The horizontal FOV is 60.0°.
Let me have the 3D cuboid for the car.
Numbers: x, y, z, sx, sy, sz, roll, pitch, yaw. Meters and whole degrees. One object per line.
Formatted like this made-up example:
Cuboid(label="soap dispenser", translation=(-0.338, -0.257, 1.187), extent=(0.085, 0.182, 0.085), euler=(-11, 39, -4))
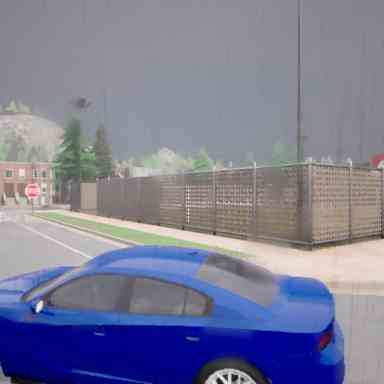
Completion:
Cuboid(label="car", translation=(-0.770, 1.494, 4.330), extent=(5.008, 1.535, 1.882), euler=(0, 3, 15))
